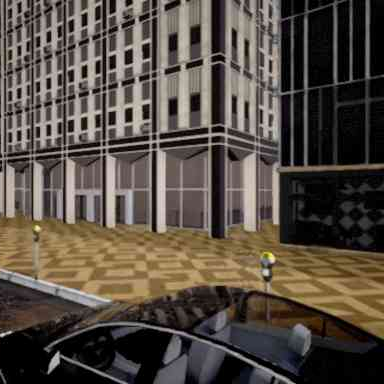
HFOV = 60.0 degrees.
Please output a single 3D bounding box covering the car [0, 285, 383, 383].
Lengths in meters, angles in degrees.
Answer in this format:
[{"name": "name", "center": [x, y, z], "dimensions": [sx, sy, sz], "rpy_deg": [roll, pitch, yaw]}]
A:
[{"name": "car", "center": [-0.082, 1.559, 2.935], "dimensions": [4.313, 1.339, 1.947], "rpy_deg": [0, 0, 35]}]
